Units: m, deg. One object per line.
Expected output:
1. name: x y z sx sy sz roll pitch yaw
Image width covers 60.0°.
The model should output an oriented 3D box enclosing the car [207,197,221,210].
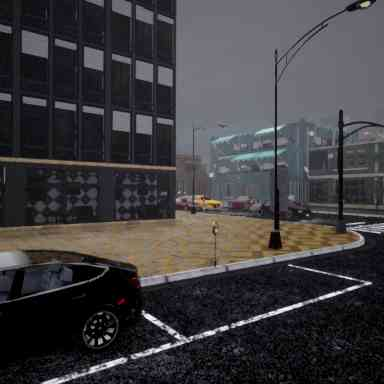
1. car: 1.043 1.133 35.565 1.882 1.535 5.008 0 1 -36

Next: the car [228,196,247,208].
1. car: 5.980 1.130 38.626 1.967 1.590 4.097 1 0 -36

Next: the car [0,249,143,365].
1. car: -2.770 1.566 4.579 4.313 1.339 1.947 0 0 -35

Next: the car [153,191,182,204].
1. car: -3.849 0.793 52.047 2.192 1.841 5.009 1 0 -36

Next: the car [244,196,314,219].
1. car: 7.155 1.331 27.206 2.033 1.411 5.357 0 1 -36

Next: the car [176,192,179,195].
1. car: -0.577 1.100 47.573 2.008 1.369 4.403 1 0 -36

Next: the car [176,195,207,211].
1. car: -0.783 1.230 33.673 1.802 1.307 4.206 1 0 -36

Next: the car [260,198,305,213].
1. car: 9.256 1.340 34.150 1.802 1.307 4.206 1 0 -36
